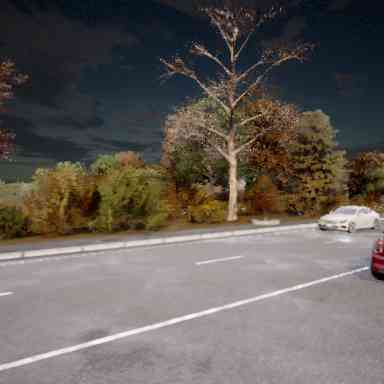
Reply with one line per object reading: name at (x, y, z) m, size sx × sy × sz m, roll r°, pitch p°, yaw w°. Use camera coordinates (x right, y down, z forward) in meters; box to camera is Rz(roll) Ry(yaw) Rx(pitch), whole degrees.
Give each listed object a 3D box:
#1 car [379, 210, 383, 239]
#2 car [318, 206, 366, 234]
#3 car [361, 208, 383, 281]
car at (11.573, 1.601, 17.018) m, size 4.181 × 1.385 × 1.994 m, roll 0°, pitch 0°, yaw -37°
car at (9.440, 1.566, 19.794) m, size 4.674 × 1.442 × 1.812 m, roll 0°, pitch 0°, yaw -37°
car at (6.689, 1.368, 8.746) m, size 4.553 × 1.767 × 2.097 m, roll 0°, pitch 0°, yaw -37°
